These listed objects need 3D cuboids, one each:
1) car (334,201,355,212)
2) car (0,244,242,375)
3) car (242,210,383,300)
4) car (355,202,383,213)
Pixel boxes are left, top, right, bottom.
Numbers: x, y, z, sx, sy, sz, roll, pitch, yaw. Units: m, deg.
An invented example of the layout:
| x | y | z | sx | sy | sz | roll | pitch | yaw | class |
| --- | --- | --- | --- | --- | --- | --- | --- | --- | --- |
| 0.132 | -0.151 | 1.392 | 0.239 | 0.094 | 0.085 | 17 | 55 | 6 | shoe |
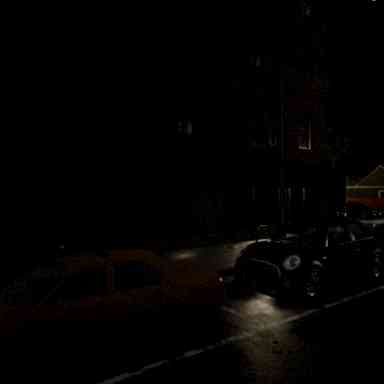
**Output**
| x | y | z | sx | sy | sz | roll | pitch | yaw | class |
| --- | --- | --- | --- | --- | --- | --- | --- | --- | --- |
| 11.084 | 1.602 | 28.894 | 1.837 | 1.490 | 4.892 | 0 | 0 | -33 | car |
| -1.659 | 1.525 | 5.002 | 4.829 | 1.417 | 1.752 | 0 | 0 | -36 | car |
| 2.966 | 1.440 | 8.314 | 4.097 | 1.590 | 1.967 | 0 | 0 | -36 | car |
| 14.392 | 1.593 | 29.835 | 1.837 | 1.490 | 4.892 | 0 | 0 | -36 | car |
